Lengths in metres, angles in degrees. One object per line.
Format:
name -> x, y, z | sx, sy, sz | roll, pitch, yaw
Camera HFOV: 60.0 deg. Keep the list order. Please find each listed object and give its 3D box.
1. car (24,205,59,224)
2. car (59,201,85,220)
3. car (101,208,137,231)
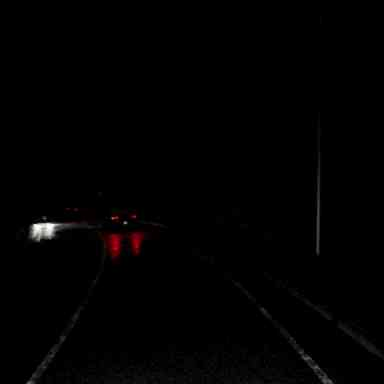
car -> -15.804, 2.406, 34.156 | 2.128, 1.511, 4.902 | -2, -1, -39
car -> -14.125, 2.109, 37.994 | 2.150, 2.045, 5.566 | -2, -1, -38
car -> -5.106, 1.828, 23.119 | 1.812, 1.442, 4.674 | -1, -1, -23
